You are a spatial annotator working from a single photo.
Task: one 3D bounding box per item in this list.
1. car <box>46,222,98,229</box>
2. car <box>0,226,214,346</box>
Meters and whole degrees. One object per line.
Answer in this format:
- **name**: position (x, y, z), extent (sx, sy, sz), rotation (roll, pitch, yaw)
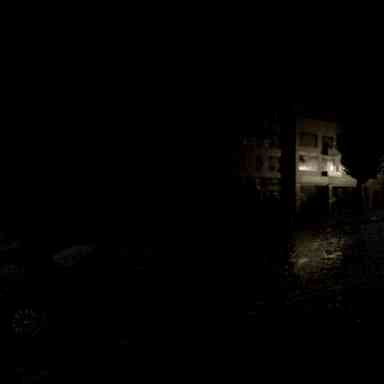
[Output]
- **car**: position (-3.468, 1.564, 9.196), extent (4.181, 1.385, 1.994), rotation (0, 0, -35)
- **car**: position (-1.685, 1.526, 6.475), extent (4.674, 1.442, 1.812), rotation (0, 0, -35)
